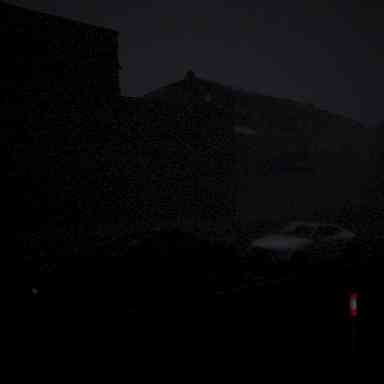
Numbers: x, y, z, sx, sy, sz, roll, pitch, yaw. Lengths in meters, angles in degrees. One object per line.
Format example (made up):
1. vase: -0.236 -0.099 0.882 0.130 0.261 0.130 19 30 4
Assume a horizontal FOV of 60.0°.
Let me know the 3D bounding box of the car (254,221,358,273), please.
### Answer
1. car: 4.053 1.780 11.823 4.674 1.452 2.002 0 1 -35

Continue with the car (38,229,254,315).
1. car: -1.110 1.729 8.331 5.008 1.535 2.097 1 0 -32
